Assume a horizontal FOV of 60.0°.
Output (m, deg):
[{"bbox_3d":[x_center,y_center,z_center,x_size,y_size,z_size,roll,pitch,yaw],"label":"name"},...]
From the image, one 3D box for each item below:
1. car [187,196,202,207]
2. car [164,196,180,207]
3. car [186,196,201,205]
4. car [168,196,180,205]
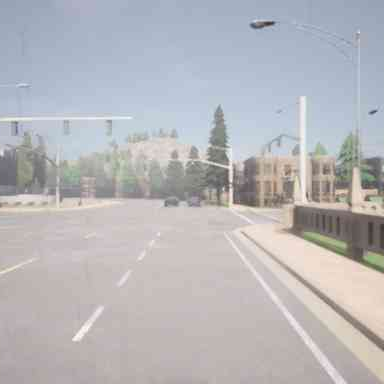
[{"bbox_3d":[0.378,1.444,49.611,2.128,1.511,4.902,0,0,0],"label":"car"},{"bbox_3d":[-3.122,1.457,49.602,1.837,1.490,4.892,0,0,0],"label":"car"},{"bbox_3d":[0.172,1.491,59.955,2.033,1.411,5.357,0,0,-7],"label":"car"},{"bbox_3d":[-3.321,1.468,59.729,1.812,1.442,4.674,0,0,-7],"label":"car"}]
